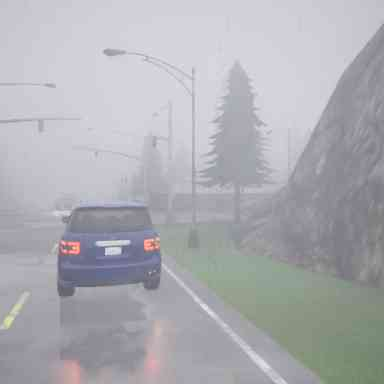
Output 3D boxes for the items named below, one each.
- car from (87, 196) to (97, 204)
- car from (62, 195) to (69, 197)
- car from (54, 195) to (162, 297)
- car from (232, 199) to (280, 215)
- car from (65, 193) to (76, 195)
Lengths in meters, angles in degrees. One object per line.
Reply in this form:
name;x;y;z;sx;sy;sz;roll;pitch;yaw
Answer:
car;-19.400;1.553;64.558;1.812;1.442;4.674;0;0;-17
car;-16.502;1.511;42.857;2.128;1.511;4.902;0;0;-17
car;-2.273;1.225;8.942;2.150;2.045;5.566;0;0;-17
car;6.427;1.516;33.323;4.892;1.490;1.837;0;0;-18
car;-20.434;1.247;55.724;2.150;2.045;5.566;0;0;-17
